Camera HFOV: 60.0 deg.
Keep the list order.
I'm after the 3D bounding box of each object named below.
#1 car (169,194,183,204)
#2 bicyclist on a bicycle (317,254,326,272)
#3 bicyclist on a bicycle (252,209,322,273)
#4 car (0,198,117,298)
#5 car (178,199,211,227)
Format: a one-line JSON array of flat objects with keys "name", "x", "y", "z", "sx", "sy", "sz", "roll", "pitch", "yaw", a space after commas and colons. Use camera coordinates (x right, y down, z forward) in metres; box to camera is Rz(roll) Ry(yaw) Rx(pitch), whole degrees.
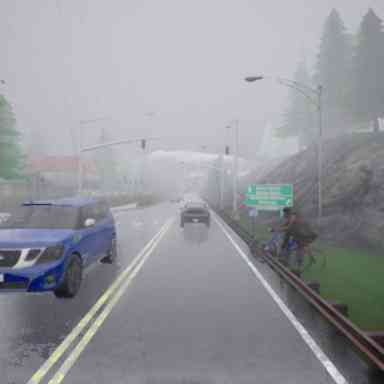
[{"name": "car", "x": -3.193, "y": 1.362, "z": 61.697, "sx": 1.837, "sy": 1.490, "sz": 4.892, "roll": 0, "pitch": 0, "yaw": 1}, {"name": "bicyclist on a bicycle", "x": 3.017, "y": 1.408, "z": 9.384, "sx": 1.656, "sy": 1.620, "sz": 0.582, "roll": 10, "pitch": -4, "yaw": 1}, {"name": "bicyclist on a bicycle", "x": 2.553, "y": 1.291, "z": 9.047, "sx": 1.656, "sy": 1.620, "sz": 0.582, "roll": 15, "pitch": 4, "yaw": 5}, {"name": "car", "x": -3.537, "y": 1.200, "z": 8.802, "sx": 2.150, "sy": 2.045, "sz": 5.566, "roll": 0, "pitch": 0, "yaw": 1}, {"name": "car", "x": 0.218, "y": 1.452, "z": 22.409, "sx": 1.837, "sy": 1.490, "sz": 4.892, "roll": 0, "pitch": 0, "yaw": 0}]
